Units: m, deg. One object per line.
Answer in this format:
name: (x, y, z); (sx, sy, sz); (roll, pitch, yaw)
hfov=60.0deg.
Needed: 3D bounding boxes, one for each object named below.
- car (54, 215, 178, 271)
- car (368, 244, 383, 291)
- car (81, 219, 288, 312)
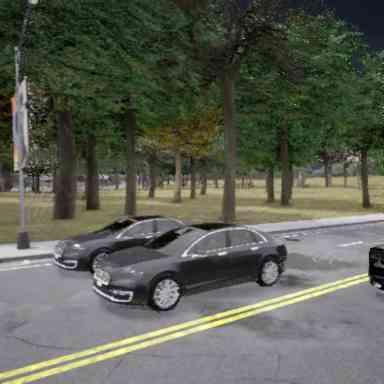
car: (-1.703, 1.517, 10.453); (4.892, 1.490, 1.837); (0, 0, -35)
car: (6.103, 1.494, 7.791); (5.008, 1.535, 1.882); (0, 0, -35)
car: (0.198, 1.517, 7.817); (4.892, 1.490, 1.837); (0, 0, -35)
